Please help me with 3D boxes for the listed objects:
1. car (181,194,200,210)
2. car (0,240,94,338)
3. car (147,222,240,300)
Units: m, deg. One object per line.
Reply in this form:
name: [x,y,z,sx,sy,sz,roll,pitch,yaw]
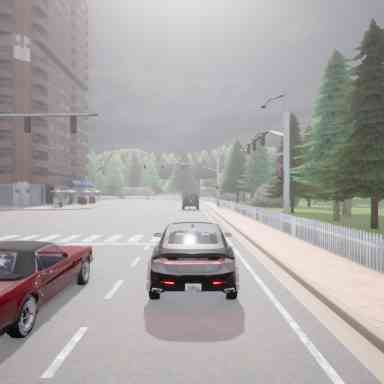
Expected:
car: [-0.186,1.221,43.691,2.150,2.045,5.566,0,0,-1]
car: [-3.451,1.601,6.529,1.895,1.301,4.718,0,0,0]
car: [0.022,1.492,8.378,2.128,1.511,4.902,0,0,0]
